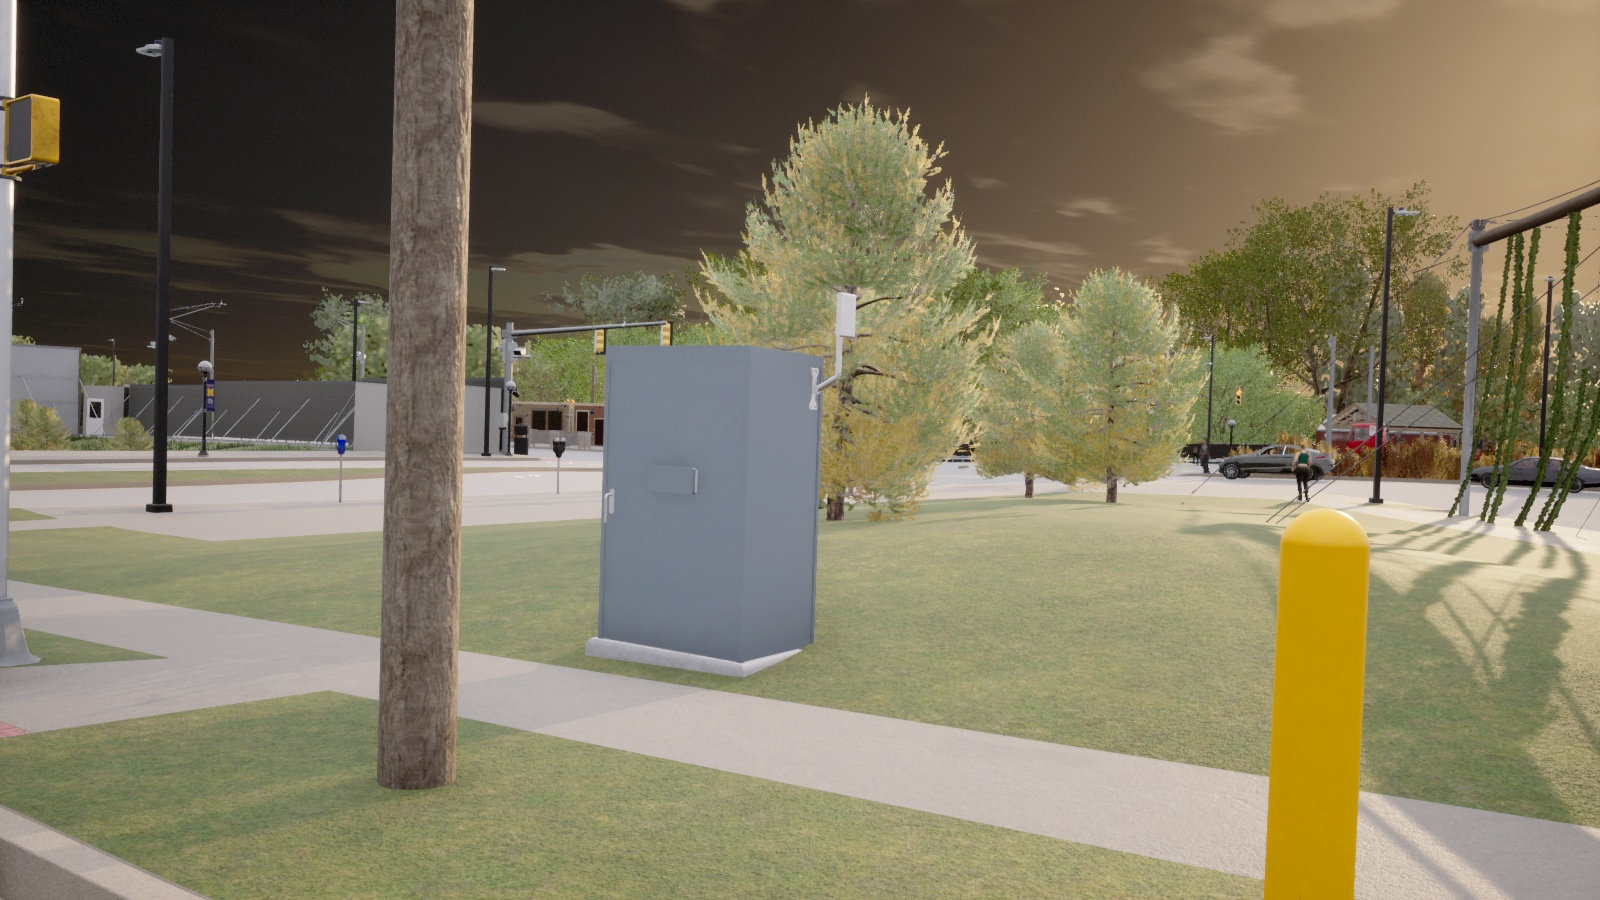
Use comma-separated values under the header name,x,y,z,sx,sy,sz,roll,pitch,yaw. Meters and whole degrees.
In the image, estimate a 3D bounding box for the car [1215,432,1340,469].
name,x,y,z,sx,sy,sz,roll,pitch,yaw
car,22.014,0.016,57.932,5.027,1.651,2.152,0,1,34

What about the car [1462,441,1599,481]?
name,x,y,z,sx,sy,sz,roll,pitch,yaw
car,30.597,0.423,52.045,5.357,1.411,2.033,2,3,34

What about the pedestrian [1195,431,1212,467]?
name,x,y,z,sx,sy,sz,roll,pitch,yaw
pedestrian,21.005,-0.037,65.379,0.694,1.848,0.540,1,2,7

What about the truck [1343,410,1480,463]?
name,x,y,z,sx,sy,sz,roll,pitch,yaw
truck,41.634,-0.923,85.639,7.936,3.462,2.891,1,1,37

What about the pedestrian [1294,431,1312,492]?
name,x,y,z,sx,sy,sz,roll,pitch,yaw
pedestrian,15.423,0.357,38.518,0.345,1.836,0.594,1,2,9
